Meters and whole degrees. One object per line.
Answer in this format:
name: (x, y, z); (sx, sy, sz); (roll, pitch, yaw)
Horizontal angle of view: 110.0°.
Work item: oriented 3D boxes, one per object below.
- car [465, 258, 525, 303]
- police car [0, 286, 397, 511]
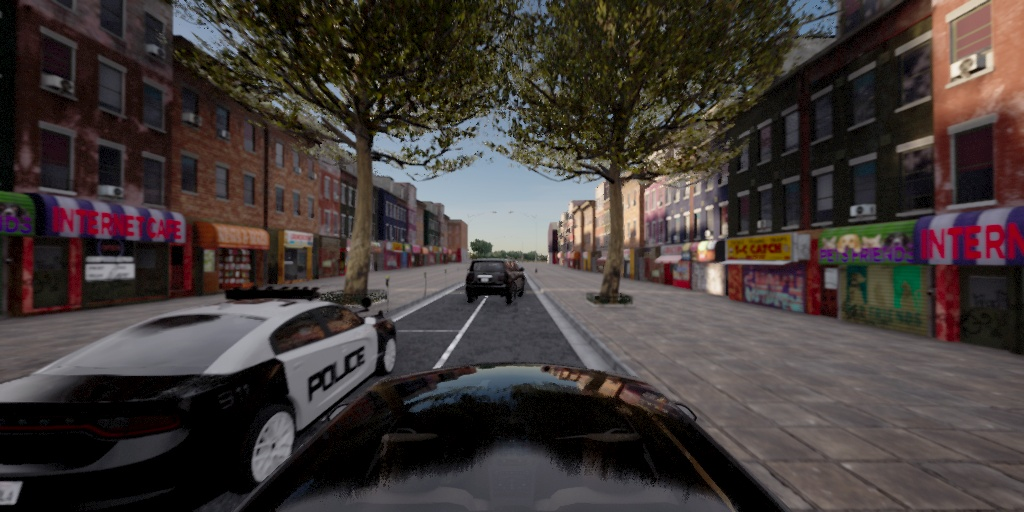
car: (-0.705, 1.160, 18.190); (2.150, 2.045, 5.566); (0, 0, 10)
police car: (-3.008, 1.212, 4.690); (1.930, 1.638, 5.238); (0, -1, 0)
